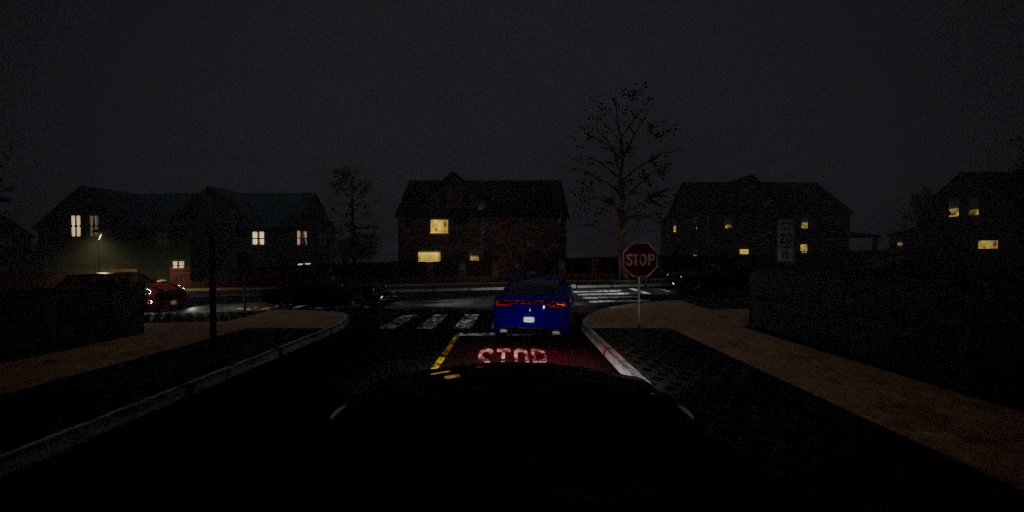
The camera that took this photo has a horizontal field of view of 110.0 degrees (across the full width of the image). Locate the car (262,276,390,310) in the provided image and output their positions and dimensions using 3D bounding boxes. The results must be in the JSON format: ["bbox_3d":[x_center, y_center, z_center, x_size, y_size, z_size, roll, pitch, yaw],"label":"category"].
[{"bbox_3d":[-7.808,1.506,15.408,4.718,1.301,1.895,-1,1,0],"label":"car"}]

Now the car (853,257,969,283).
[{"bbox_3d":[20.060,0.753,18.365,5.357,1.411,2.033,-1,1,0],"label":"car"}]

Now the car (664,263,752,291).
[{"bbox_3d":[10.414,1.034,18.331,4.718,1.301,1.895,-1,1,-1],"label":"car"}]

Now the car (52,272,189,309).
[{"bbox_3d":[-16.796,1.472,15.402,4.553,1.767,2.097,-1,1,0],"label":"car"}]

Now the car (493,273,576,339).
[{"bbox_3d":[0.788,1.226,10.198,1.882,1.535,5.008,0,0,10],"label":"car"}]
